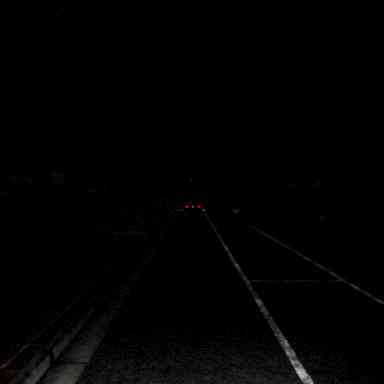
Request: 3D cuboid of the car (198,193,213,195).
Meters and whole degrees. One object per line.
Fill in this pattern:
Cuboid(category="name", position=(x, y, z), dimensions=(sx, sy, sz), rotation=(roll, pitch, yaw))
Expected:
Cuboid(category="car", position=(2.670, 1.143, 55.785), dimensions=(2.192, 1.841, 5.009), rotation=(2, 0, 0))

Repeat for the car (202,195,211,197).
Cuboid(category="car", position=(2.663, 1.463, 44.679), dimensions=(1.947, 1.339, 4.313), rotation=(2, 0, 0))

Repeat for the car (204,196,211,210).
Cuboid(category="car", position=(2.662, 1.496, 39.122), dimensions=(1.947, 1.339, 4.313), rotation=(2, 0, 0))

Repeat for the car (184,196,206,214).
Cuboid(category="car", position=(0.084, 1.497, 35.435), dimensions=(2.033, 1.411, 5.357), rotation=(0, 0, 0))

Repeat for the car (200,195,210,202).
Cuboid(category="car", position=(2.661, 1.350, 66.893), dimensions=(1.802, 1.307, 4.206), rotation=(2, 0, 0))

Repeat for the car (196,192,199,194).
Cuboid(category="car", position=(2.664, 1.121, 89.107), dimensions=(1.967, 1.590, 4.097), rotation=(2, 0, 0))

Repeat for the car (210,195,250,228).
Cuboid(category="car", position=(2.666, 1.312, 22.453), dimensions=(2.192, 1.841, 5.009), rotation=(2, 0, 0))

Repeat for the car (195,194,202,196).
Cuboid(category="car", position=(0.055, 1.436, 45.941), dimensions=(2.033, 1.411, 5.357), rotation=(0, 0, 1))

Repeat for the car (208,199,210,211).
Cuboid(category="car", position=(2.661, 1.526, 28.011), dimensions=(1.887, 1.381, 4.507), rotation=(2, 0, 0))
